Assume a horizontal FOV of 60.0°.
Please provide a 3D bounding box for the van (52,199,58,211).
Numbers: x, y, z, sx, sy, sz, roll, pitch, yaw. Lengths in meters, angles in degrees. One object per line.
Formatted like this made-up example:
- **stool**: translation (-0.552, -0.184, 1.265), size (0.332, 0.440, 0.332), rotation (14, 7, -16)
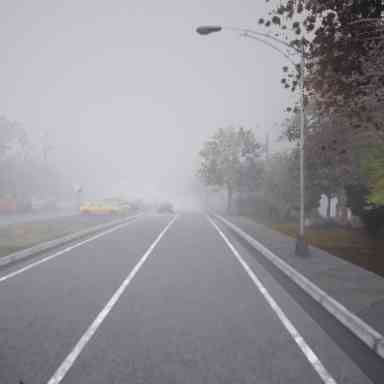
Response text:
- **van**: translation (-23.534, 2.041, 51.064), size (4.442, 1.987, 1.878), rotation (0, -2, 0)

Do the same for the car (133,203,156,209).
- **car**: translation (-10.358, 3.073, 73.047), size (4.792, 1.488, 2.163), rotation (0, -2, 0)

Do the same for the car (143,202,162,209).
- **car**: translation (-10.292, 3.601, 86.893), size (4.553, 1.767, 2.185), rotation (0, -3, 0)

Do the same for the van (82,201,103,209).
- **van**: translation (-23.523, 3.081, 78.729), size (4.442, 1.987, 1.878), rotation (0, -3, 0)

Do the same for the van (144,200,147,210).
- **van**: translation (-10.452, 2.230, 56.403), size (4.442, 1.987, 1.878), rotation (0, -2, 0)

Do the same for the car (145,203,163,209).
- **car**: translation (-10.291, 3.744, 89.665), size (4.553, 1.767, 2.185), rotation (0, -3, 0)

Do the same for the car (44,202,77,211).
- **car**: translation (-23.409, 2.560, 59.361), size (5.008, 1.535, 2.097), rotation (0, -2, 0)

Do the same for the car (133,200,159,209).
- **car**: translation (-10.356, 2.905, 75.809), size (5.566, 2.045, 2.435), rotation (0, -3, 0)

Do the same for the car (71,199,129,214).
- **car**: translation (-10.157, 1.815, 36.988), size (5.366, 1.575, 1.946), rotation (0, -2, 0)

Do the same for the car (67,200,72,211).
- **car**: translation (-23.410, 2.458, 56.467), size (5.008, 1.535, 2.097), rotation (0, -2, 0)

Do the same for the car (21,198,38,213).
- **car**: translation (-23.448, 1.730, 42.762), size (5.566, 2.045, 2.435), rotation (0, -2, 0)

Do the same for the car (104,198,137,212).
- **car**: translation (-10.370, 1.940, 45.306), size (4.553, 1.767, 2.185), rotation (0, -2, 0)

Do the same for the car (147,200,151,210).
- **car**: translation (-10.339, 2.553, 59.170), size (5.008, 1.535, 2.097), rotation (0, -2, 0)

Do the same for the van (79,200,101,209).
- **van**: translation (-23.291, 2.932, 75.830), size (4.442, 1.987, 1.878), rotation (0, -2, 0)

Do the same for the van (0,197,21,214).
- **van**: translation (-23.538, 1.670, 39.870), size (4.442, 1.987, 1.878), rotation (0, -2, 0)

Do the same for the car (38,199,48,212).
- **car**: translation (-23.234, 2.070, 45.521), size (5.366, 1.575, 1.946), rotation (0, -2, 0)

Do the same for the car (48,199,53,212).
- **car**: translation (-23.411, 2.170, 48.286), size (4.892, 1.521, 2.231), rotation (0, -2, 0)

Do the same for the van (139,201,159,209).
- **van**: translation (-10.210, 3.073, 78.580), size (4.442, 1.987, 1.878), rotation (0, -3, 0)

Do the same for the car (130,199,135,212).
- **car**: translation (-10.347, 1.975, 42.527), size (5.008, 1.535, 2.097), rotation (0, -2, 0)

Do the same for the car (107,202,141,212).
- **car**: translation (-10.367, 2.289, 50.846), size (4.792, 1.488, 2.163), rotation (0, -2, 0)

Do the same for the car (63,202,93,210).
- **car**: translation (-23.226, 2.851, 67.668), size (5.366, 1.575, 1.946), rotation (0, -2, 0)

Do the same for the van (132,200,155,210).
- **van**: translation (-10.213, 2.720, 70.276), size (4.442, 1.987, 1.878), rotation (0, -2, 0)

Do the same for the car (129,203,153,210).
- **car**: translation (-10.334, 2.888, 67.492), size (4.674, 1.452, 2.002), rotation (0, -2, 0)

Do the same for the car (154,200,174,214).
- **car**: translation (-3.343, 2.019, 42.646), size (1.837, 1.490, 4.892), rotation (0, -2, 0)

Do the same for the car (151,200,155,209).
- **car**: translation (-10.302, 2.779, 64.716), size (4.792, 1.488, 2.163), rotation (0, -2, 0)

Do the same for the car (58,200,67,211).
- **car**: translation (-23.384, 2.239, 53.828), size (4.553, 1.767, 2.185), rotation (0, -2, 0)

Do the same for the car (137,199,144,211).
- **car**: translation (-10.310, 1.910, 48.081), size (5.566, 2.045, 2.435), rotation (0, -2, 0)

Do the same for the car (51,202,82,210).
- **car**: translation (-23.407, 2.659, 62.130), size (4.892, 1.521, 2.231), rotation (0, -2, 0)

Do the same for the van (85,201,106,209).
- **van**: translation (-23.522, 3.217, 81.371), size (4.442, 1.987, 1.878), rotation (0, -3, 0)

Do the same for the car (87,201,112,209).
- **car**: translation (-23.376, 3.334, 84.139), size (5.566, 2.045, 2.435), rotation (0, -3, 0)

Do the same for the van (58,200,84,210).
- **van**: translation (-23.529, 2.530, 64.906), size (4.442, 1.987, 1.878), rotation (0, -2, 0)

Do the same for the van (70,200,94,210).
- **van**: translation (-23.293, 2.726, 70.442), size (4.442, 1.987, 1.878), rotation (0, -2, 0)
